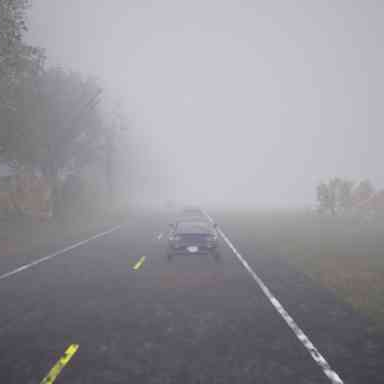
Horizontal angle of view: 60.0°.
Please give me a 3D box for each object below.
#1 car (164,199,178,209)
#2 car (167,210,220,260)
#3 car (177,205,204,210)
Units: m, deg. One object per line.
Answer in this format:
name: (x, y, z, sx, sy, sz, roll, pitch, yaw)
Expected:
car: (-3.542, 1.949, 56.707, 2.097, 1.767, 4.553, 0, -1, 0)
car: (0.055, 1.666, 12.916, 1.812, 1.442, 4.674, 0, 0, 0)
car: (0.059, 1.859, 27.339, 1.994, 1.385, 4.181, 0, 0, 1)
